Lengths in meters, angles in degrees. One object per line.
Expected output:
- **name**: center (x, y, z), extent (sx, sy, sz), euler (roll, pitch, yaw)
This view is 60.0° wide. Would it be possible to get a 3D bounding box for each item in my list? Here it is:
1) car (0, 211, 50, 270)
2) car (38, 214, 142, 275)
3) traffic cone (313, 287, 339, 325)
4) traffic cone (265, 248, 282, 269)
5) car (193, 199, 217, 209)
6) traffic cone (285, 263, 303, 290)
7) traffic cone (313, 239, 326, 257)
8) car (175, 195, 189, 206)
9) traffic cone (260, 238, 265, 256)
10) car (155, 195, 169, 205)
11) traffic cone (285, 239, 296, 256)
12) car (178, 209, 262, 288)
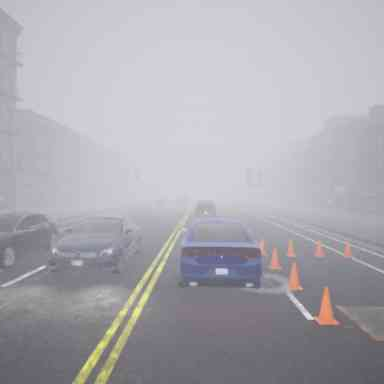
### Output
- **car**: center (-5.988, 1.414, 10.829), extent (1.837, 1.490, 4.892), euler (1, 0, 1)
- **car**: center (-2.747, 1.469, 10.449), extent (1.812, 1.442, 4.674), euler (1, 0, 1)
- **traffic cone**: center (2.351, 1.963, 5.830), extent (0.340, 0.580, 0.340), euler (1, 0, 1)
- **traffic cone**: center (2.452, 1.953, 9.828), extent (0.340, 0.580, 0.340), euler (1, 0, 1)
- **car**: center (1.196, 1.439, 29.836), extent (1.837, 1.490, 4.892), euler (1, 0, 1)
- **traffic cone**: center (2.402, 1.958, 7.829), extent (0.340, 0.580, 0.340), euler (1, 0, 1)
- **traffic cone**: center (4.502, 1.969, 11.777), extent (0.340, 0.580, 0.340), euler (1, 0, 1)
- **car**: center (-1.614, 1.217, 53.405), extent (2.097, 1.767, 4.553), euler (1, 0, 2)
- **traffic cone**: center (2.503, 1.949, 11.827), extent (0.340, 0.580, 0.340), euler (1, 0, 1)
- **car**: center (-4.848, 1.335, 54.000), extent (1.837, 1.490, 4.892), euler (1, 0, 2)
- **traffic cone**: center (3.503, 1.959, 11.802), extent (0.340, 0.580, 0.340), euler (1, 0, 1)
- **car**: center (0.671, 1.459, 9.227), extent (1.882, 1.535, 5.008), euler (1, 0, 1)
